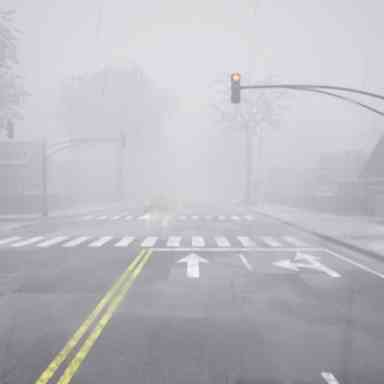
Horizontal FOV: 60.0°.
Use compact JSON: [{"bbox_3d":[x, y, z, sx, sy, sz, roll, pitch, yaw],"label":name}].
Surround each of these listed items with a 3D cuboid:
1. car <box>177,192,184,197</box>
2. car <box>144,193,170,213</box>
[{"bbox_3d":[-3.106,0.613,91.336,1.812,1.442,4.674,0,1,0],"label":"car"},{"bbox_3d":[-3.205,0.979,31.322,2.097,1.767,4.553,0,0,0],"label":"car"}]
